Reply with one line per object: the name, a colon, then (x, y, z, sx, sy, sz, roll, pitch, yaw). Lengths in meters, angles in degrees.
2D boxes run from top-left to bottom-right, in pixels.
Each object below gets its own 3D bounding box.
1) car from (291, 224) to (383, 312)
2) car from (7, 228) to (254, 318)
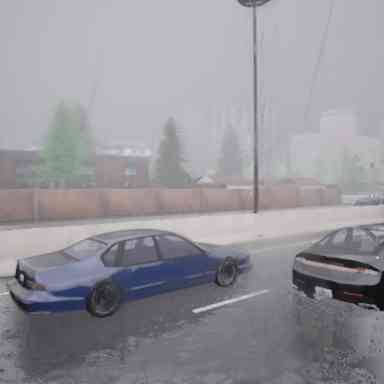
car: (4.146, 1.448, 7.065, 4.902, 1.511, 2.128, -1, 0, -37)
car: (-1.030, 1.546, 7.444, 5.357, 1.411, 2.033, -1, 0, -38)
